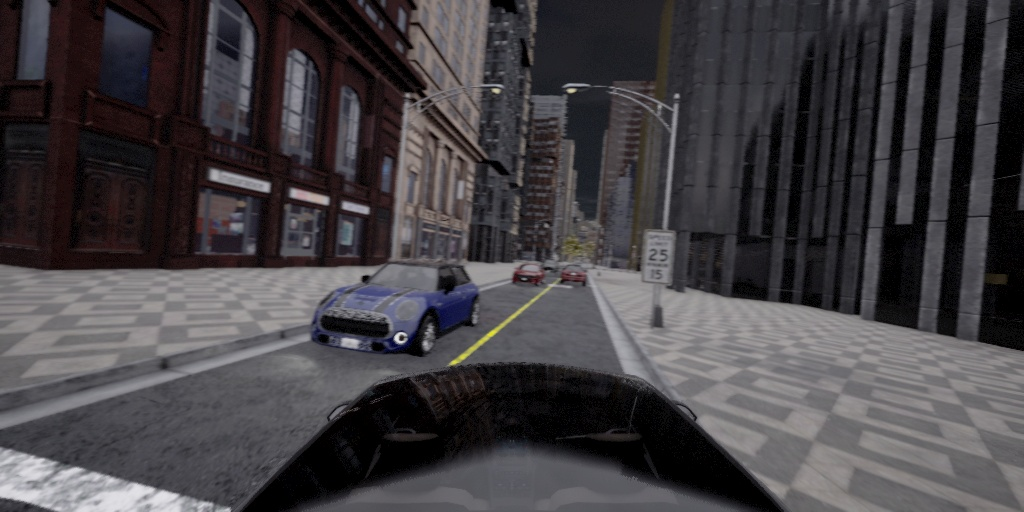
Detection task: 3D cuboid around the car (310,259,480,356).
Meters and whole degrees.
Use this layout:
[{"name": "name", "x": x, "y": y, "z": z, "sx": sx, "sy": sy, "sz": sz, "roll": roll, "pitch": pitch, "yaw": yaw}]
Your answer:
[{"name": "car", "x": -2.215, "y": 0.892, "z": 8.156, "sx": 2.097, "sy": 1.767, "sz": 4.553, "roll": 5, "pitch": 0, "yaw": 11}]

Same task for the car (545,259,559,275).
[{"name": "car", "x": 4.507, "y": 1.151, "z": 42.126, "sx": 2.097, "sy": 1.767, "sz": 4.553, "roll": 5, "pitch": 0, "yaw": 11}]

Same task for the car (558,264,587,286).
[{"name": "car", "x": 5.519, "y": 1.541, "z": 31.791, "sx": 2.097, "sy": 1.767, "sz": 4.553, "roll": 5, "pitch": 0, "yaw": 11}]

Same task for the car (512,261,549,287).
[{"name": "car", "x": 1.302, "y": 1.302, "z": 26.295, "sx": 1.882, "sy": 1.535, "sz": 5.008, "roll": 5, "pitch": 0, "yaw": 11}]
